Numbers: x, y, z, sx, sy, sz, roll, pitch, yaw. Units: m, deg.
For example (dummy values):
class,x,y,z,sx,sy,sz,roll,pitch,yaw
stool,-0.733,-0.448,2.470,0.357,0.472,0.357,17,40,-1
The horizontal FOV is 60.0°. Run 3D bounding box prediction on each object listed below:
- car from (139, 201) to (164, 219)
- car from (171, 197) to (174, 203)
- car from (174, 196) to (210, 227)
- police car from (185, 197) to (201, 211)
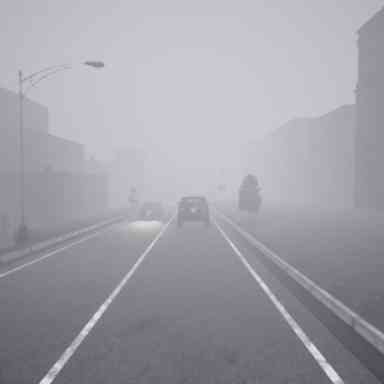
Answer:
class,x,y,z,sx,sy,sz,roll,pitch,yaw
car,-3.587,1.560,30.220,2.128,1.511,4.902,0,0,0
car,-3.444,1.686,72.622,2.128,1.511,4.902,0,0,0
car,0.099,1.289,23.780,2.150,2.045,5.566,0,0,0
police car,0.066,1.503,42.332,1.930,1.638,5.238,0,0,0
